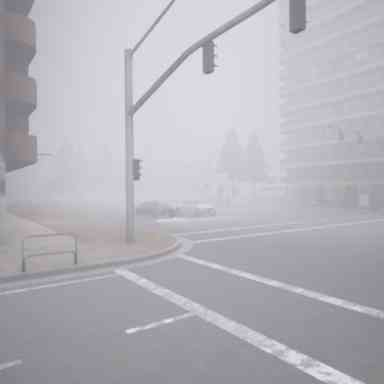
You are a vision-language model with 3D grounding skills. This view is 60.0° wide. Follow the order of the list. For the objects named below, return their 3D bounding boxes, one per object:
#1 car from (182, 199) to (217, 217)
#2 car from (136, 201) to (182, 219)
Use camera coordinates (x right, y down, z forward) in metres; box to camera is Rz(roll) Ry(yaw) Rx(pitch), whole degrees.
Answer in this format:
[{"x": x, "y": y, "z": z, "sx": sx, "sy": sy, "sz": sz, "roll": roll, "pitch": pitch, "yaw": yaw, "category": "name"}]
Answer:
[{"x": 0.261, "y": 1.341, "z": 29.117, "sx": 1.812, "sy": 1.442, "sz": 4.674, "roll": -1, "pitch": 0, "yaw": -35, "category": "car"}, {"x": -3.029, "y": 1.417, "z": 27.712, "sx": 1.994, "sy": 1.385, "sz": 4.181, "roll": -1, "pitch": 0, "yaw": -35, "category": "car"}]
